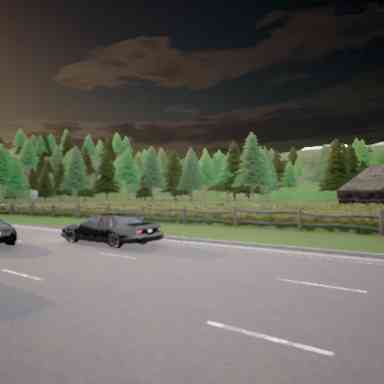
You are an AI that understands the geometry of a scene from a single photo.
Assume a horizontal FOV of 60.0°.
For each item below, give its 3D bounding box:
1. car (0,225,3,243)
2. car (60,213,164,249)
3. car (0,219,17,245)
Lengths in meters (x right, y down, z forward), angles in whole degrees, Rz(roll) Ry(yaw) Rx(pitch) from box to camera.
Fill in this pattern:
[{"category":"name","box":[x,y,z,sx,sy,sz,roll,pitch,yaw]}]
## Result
[{"category":"car","box":[-7.839,1.681,9.542,5.357,1.411,2.033,-1,0,36]},{"category":"car","box":[-3.775,1.682,15.241,5.357,1.411,2.033,-1,0,36]},{"category":"car","box":[-9.913,1.755,15.344,4.181,1.385,1.994,-1,0,36]}]
